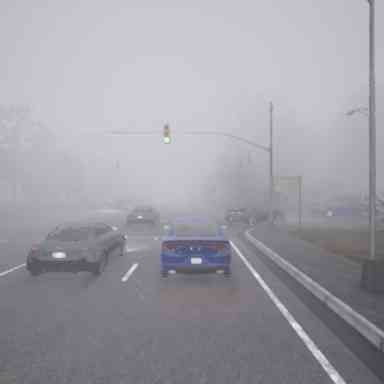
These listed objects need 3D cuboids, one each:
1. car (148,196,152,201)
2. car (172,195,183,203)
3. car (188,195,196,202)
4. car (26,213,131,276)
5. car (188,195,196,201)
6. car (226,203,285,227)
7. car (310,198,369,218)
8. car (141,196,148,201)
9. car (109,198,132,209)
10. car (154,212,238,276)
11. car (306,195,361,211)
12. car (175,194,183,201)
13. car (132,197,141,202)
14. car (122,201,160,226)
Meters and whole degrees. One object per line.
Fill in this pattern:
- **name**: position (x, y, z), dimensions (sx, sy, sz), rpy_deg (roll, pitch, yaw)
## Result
- **car**: position (-10.481, 1.710, 76.833), dimensions (1.994, 1.385, 4.181), rpy_deg (0, 0, 0)
- **car**: position (-3.481, 1.711, 75.824), dimensions (1.994, 1.385, 4.181), rpy_deg (0, 0, 0)
- **car**: position (0.019, 1.696, 78.005), dimensions (2.033, 1.411, 5.357), rpy_deg (0, 0, 0)
- **car**: position (-3.397, 1.587, 10.494), dimensions (1.994, 1.385, 4.181), rpy_deg (0, 0, 0)
- **car**: position (0.022, 1.607, 88.424), dimensions (2.033, 1.411, 5.357), rpy_deg (0, 0, 0)
- **car**: position (4.452, 1.540, 23.053), dimensions (4.902, 1.511, 2.128), rpy_deg (0, -1, -38)
- **car**: position (14.022, 1.541, 30.752), dimensions (5.008, 1.535, 1.882), rpy_deg (0, 0, 3)
- **car**: position (-10.484, 1.665, 66.807), dimensions (1.812, 1.442, 4.674), rpy_deg (0, 0, 0)
- **car**: position (-10.574, 1.592, 47.851), dimensions (2.128, 1.511, 4.902), rpy_deg (0, 0, 0)
- **car**: position (0.104, 1.499, 10.433), dimensions (1.882, 1.535, 5.008), rpy_deg (0, 0, 0)
- **car**: position (14.731, 1.292, 34.238), dimensions (5.566, 2.045, 2.150), rpy_deg (0, 0, 2)
- **car**: position (-3.478, 1.544, 90.337), dimensions (2.097, 1.767, 4.553), rpy_deg (0, 0, 0)
- **car**: position (-10.512, 1.684, 57.203), dimensions (1.994, 1.385, 4.181), rpy_deg (0, 0, 2)
- **car**: position (-3.393, 1.614, 23.764), dimensions (1.994, 1.385, 4.181), rpy_deg (0, 0, 0)
